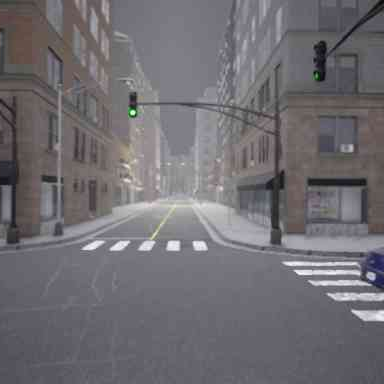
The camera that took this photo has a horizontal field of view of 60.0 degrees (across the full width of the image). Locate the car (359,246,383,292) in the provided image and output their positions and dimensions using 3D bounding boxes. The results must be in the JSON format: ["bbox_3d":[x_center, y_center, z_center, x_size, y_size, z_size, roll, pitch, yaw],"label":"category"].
[{"bbox_3d":[6.059,1.622,7.070,4.674,1.442,1.812,1,0,-2],"label":"car"}]
